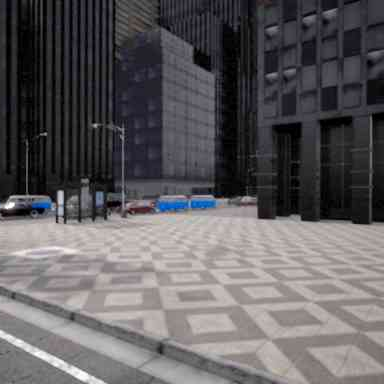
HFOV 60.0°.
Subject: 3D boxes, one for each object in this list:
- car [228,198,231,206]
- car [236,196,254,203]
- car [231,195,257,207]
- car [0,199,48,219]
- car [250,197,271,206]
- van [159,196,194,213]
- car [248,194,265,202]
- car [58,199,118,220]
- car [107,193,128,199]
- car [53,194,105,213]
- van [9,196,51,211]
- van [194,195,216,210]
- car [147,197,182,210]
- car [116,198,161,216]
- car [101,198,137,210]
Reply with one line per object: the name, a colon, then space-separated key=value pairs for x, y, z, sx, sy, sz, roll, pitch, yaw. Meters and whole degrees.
car: x=7.562 y=1.417 z=53.736 sx=2.128 sy=1.511 sz=4.902 roll=0 pitch=0 yaw=35
car: x=10.914 y=1.447 z=68.541 sx=2.008 sy=1.369 sz=4.403 roll=0 pitch=0 yaw=35
car: x=7.970 y=1.521 z=49.725 sx=1.802 sy=1.307 sz=4.206 roll=0 pitch=0 yaw=35
car: x=-14.922 y=1.525 z=27.714 sx=1.895 sy=1.301 sz=4.718 roll=0 pitch=0 yaw=35
car: x=11.266 y=1.521 z=54.348 sx=1.802 sy=1.307 sz=4.206 roll=0 pitch=0 yaw=35
van: x=-1.915 y=1.284 z=35.856 sx=1.690 sy=1.788 sz=3.998 roll=0 pitch=0 yaw=35
car: x=14.211 y=1.337 z=73.163 sx=1.967 sy=1.590 sz=4.097 roll=0 pitch=0 yaw=35
car: x=-8.508 y=1.502 z=26.610 sx=2.008 sy=1.369 sz=4.403 roll=0 pitch=0 yaw=35
car: x=-9.252 y=1.138 z=35.657 sx=2.150 sy=2.045 sz=5.566 roll=0 pitch=0 yaw=36
car: x=-12.154 y=1.219 z=36.179 sx=2.192 sy=1.841 sz=5.009 roll=0 pitch=0 yaw=35
van: x=-15.450 y=1.250 z=31.557 sx=1.690 sy=1.788 sz=3.998 roll=0 pitch=0 yaw=35
van: x=1.380 y=1.282 z=40.478 sx=1.690 sy=1.788 sz=3.998 roll=0 pitch=0 yaw=35
car: x=-3.558 y=1.417 z=43.633 sx=1.837 sy=1.490 sz=4.892 roll=0 pitch=0 yaw=36
car: x=-5.212 y=1.529 z=31.233 sx=1.802 sy=1.307 sz=4.206 roll=0 pitch=0 yaw=35
car: x=-8.859 y=1.483 z=40.804 sx=1.802 sy=1.307 sz=4.206 roll=0 pitch=0 yaw=35
